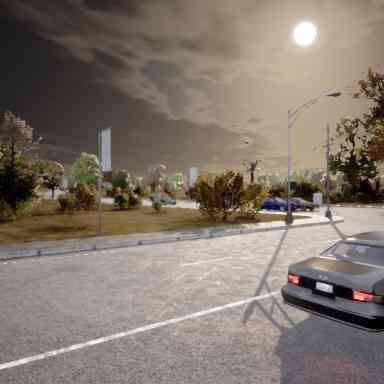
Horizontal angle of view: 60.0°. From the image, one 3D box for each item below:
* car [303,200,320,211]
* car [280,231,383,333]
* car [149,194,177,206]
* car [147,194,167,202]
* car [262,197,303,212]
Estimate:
[{"bbox_3d":[11.717,1.363,37.964,2.033,1.411,5.357,-1,0,-39],"label":"car"},{"bbox_3d":[4.103,1.528,6.695,5.357,1.411,2.033,0,0,-36],"label":"car"},{"bbox_3d":[-4.315,1.340,52.247,2.128,1.511,4.902,-1,0,-39],"label":"car"},{"bbox_3d":[-7.740,1.260,73.374,1.882,1.535,5.008,-1,0,-38],"label":"car"},{"bbox_3d":[8.935,1.318,35.832,1.882,1.535,5.008,-1,0,-40],"label":"car"}]
